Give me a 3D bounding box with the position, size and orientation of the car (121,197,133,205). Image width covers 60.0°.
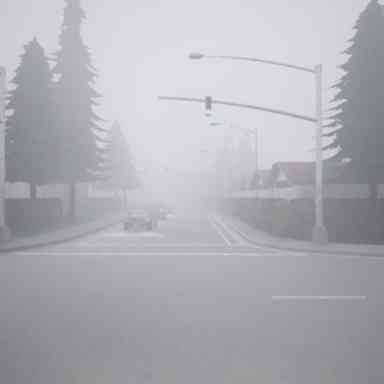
[{"bbox_3d":[-16.721,2.126,79.204,3.866,1.878,1.905,0,-1,0],"label":"car"}]

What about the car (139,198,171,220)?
[{"bbox_3d":[-3.563,1.782,32.665,2.097,1.767,4.553,0,-1,0],"label":"car"}]

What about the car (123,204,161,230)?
[{"bbox_3d":[-3.570,1.840,23.694,1.812,1.442,4.674,0,-1,1],"label":"car"}]

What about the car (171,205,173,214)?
[{"bbox_3d":[-3.524,2.123,42.689,1.994,1.385,4.181,0,-1,1],"label":"car"}]
